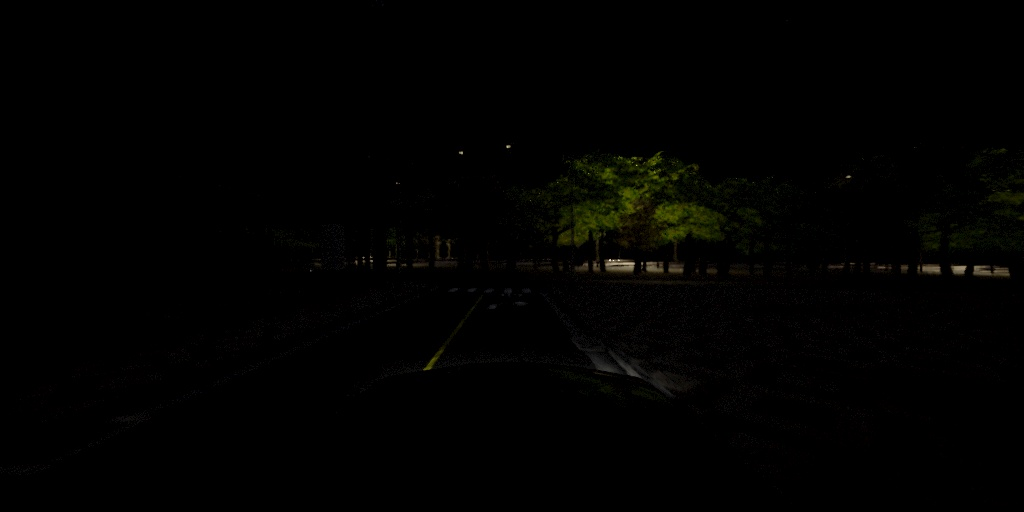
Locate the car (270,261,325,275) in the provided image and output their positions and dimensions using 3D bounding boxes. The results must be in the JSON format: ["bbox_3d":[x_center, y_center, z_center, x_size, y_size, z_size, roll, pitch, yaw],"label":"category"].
[{"bbox_3d":[-19.116,1.123,31.109,5.357,1.411,2.033,1,0,12],"label":"car"}]
